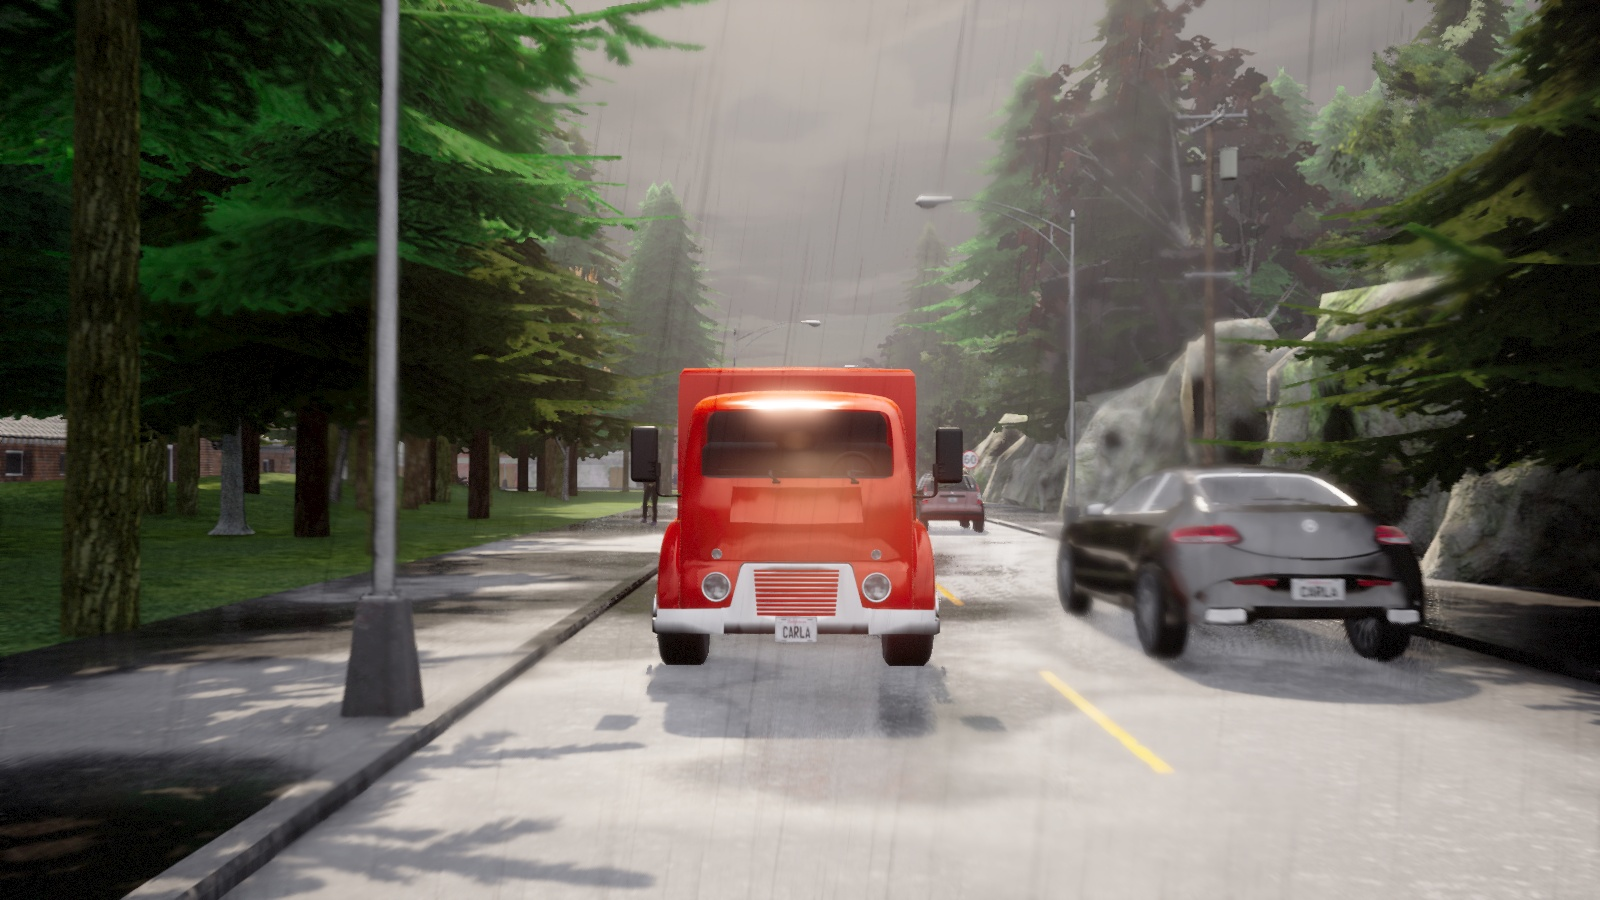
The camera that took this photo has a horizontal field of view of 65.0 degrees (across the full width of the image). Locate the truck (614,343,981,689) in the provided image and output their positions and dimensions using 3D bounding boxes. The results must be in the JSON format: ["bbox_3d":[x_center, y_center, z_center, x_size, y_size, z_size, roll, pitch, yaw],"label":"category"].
[{"bbox_3d":[-0.029,0.527,11.611,2.627,2.467,5.204,0,-1,0],"label":"truck"}]

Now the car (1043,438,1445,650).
[{"bbox_3d":[3.970,0.784,12.373,2.152,1.651,5.027,0,-1,0],"label":"car"}]

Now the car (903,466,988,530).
[{"bbox_3d":[3.918,1.272,34.344,1.851,1.617,3.988,0,-1,0],"label":"car"}]

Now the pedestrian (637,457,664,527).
[{"bbox_3d":[-3.916,1.092,32.950,0.328,1.805,0.869,-1,-1,20],"label":"pedestrian"}]
